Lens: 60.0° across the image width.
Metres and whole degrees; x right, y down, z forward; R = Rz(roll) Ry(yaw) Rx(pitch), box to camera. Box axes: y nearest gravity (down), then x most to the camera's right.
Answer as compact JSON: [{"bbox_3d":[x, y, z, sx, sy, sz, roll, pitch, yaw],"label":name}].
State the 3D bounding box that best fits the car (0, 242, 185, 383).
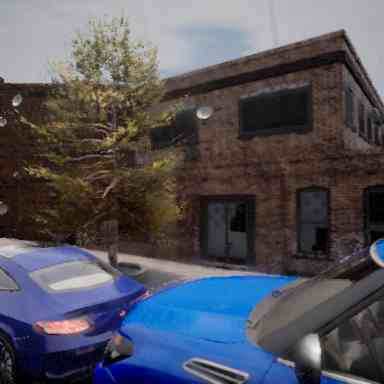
[{"bbox_3d":[-2.618,1.524,5.119,4.674,1.452,2.002,0,0,36],"label":"car"}]
